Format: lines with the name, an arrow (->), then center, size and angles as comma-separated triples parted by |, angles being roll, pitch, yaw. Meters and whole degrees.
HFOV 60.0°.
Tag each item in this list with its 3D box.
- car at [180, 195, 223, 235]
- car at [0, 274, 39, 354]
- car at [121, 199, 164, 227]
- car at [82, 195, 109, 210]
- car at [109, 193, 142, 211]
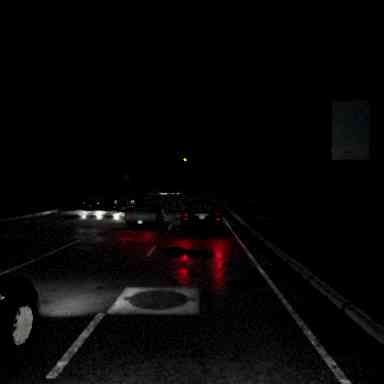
car -> 0.522, 1.197, 18.070 | 2.097, 1.767, 4.553 | 0, 1, 1
car -> -3.287, 1.489, 3.204 | 1.837, 1.490, 4.892 | 0, 0, 0
car -> -2.907, 1.389, 21.235 | 1.895, 1.301, 4.718 | 0, 1, 1
car -> -9.696, 1.047, 34.199 | 1.812, 1.442, 4.674 | 0, 1, 2
car -> -6.242, 0.906, 32.846 | 2.097, 1.767, 4.553 | 0, 1, 2
